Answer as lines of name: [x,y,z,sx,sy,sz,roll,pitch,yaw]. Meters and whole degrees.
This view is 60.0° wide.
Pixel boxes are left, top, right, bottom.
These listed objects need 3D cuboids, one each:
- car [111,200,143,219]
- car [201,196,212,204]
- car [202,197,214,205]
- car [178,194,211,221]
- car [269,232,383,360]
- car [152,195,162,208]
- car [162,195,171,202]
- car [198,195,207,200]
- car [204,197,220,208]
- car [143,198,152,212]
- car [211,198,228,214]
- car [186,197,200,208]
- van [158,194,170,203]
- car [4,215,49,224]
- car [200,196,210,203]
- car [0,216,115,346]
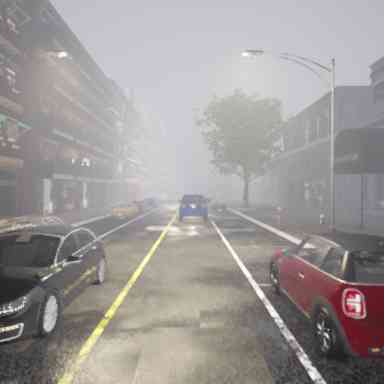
car: [-5.691,1.459,28.576,1.752,1.417,4.829,0,0,0]
car: [2.692,1.429,62.923,1.887,1.381,4.507,0,0,0]
car: [2.691,1.471,57.226,1.802,1.307,4.206,0,0,0]
car: [0.101,1.159,26.570,2.150,2.045,5.566,0,0,0]
car: [2.689,1.424,5.956,1.967,1.590,4.097,0,0,0]
car: [-5.690,1.469,45.835,1.947,1.339,4.313,0,0,0]
car: [-5.688,1.457,74.321,1.802,1.307,4.206,0,0,0]
car: [2.693,1.435,85.709,1.947,1.339,4.313,0,0,0]
car: [2.691,1.448,45.832,1.887,1.381,4.507,0,0,0]
car: [-5.690,1.467,34.443,1.887,1.381,4.507,0,0,0]
car: [2.691,1.473,34.440,2.008,1.369,4.403,0,0,0]
car: [0.104,1.428,46.061,1.812,1.442,4.674,0,0,0]
van: [-5.690,1.225,62.927,1.690,1.788,3.998,0,0,0]
car: [-5.691,1.522,11.655,2.008,1.369,4.403,0,0,0]
car: [2.692,1.445,68.620,1.947,1.339,4.313,0,0,0]
car: [-3.073,1.488,6.622,1.837,1.490,4.892,0,0,0]
